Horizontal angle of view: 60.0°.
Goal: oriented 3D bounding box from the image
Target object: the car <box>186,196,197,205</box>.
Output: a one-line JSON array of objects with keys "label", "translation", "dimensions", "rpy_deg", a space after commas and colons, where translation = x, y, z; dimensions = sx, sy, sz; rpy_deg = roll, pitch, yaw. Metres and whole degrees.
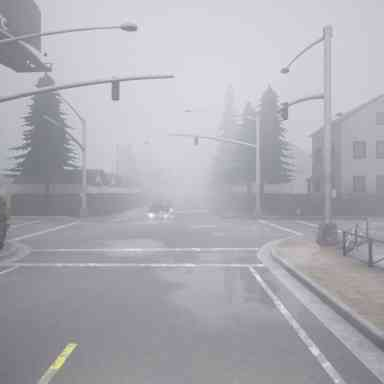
[{"label": "car", "translation": [-0.086, 1.491, 59.322], "dimensions": [2.128, 1.511, 4.902], "rpy_deg": [0, 0, 0]}]

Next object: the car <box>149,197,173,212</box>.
[{"label": "car", "translation": [-3.644, 1.352, 38.109], "dimensions": [2.097, 1.767, 4.553], "rpy_deg": [0, 0, 0]}]
